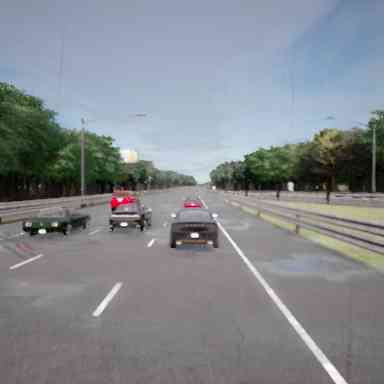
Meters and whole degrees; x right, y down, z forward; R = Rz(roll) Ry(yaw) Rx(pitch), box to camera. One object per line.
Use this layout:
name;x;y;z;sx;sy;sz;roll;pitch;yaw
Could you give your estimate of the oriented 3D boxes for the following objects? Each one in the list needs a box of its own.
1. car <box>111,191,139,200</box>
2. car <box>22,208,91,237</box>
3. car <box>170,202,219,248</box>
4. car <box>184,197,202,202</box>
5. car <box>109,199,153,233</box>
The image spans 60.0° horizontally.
car;-6.895;0.878;34.544;2.150;2.045;5.566;0;1;0
car;-6.897;1.508;17.560;1.895;1.301;4.718;0;1;0
car;0.101;1.412;14.602;1.882;1.535;5.008;0;0;0
car;0.107;1.196;35.877;1.994;1.385;4.181;0;1;0
car;-3.397;1.383;19.052;2.128;1.511;4.902;0;1;0
